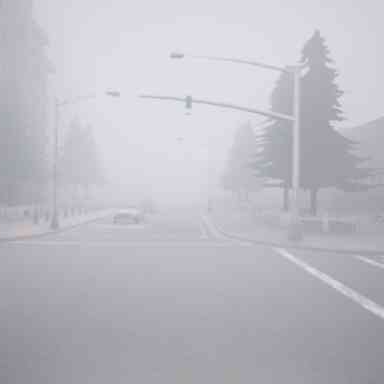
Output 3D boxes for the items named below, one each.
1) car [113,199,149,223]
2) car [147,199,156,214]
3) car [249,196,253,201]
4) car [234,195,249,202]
[{"bbox_3d":[-4.807,1.551,25.947,1.812,1.442,4.674,1,0,0],"label":"car"},{"bbox_3d":[-5.016,1.546,36.136,1.837,1.490,4.892,1,0,-1],"label":"car"},{"bbox_3d":[14.543,1.742,86.093,1.970,1.475,3.806,1,0,-1],"label":"car"},{"bbox_3d":[11.643,1.685,78.641,1.845,1.501,3.633,1,0,-1],"label":"car"}]
